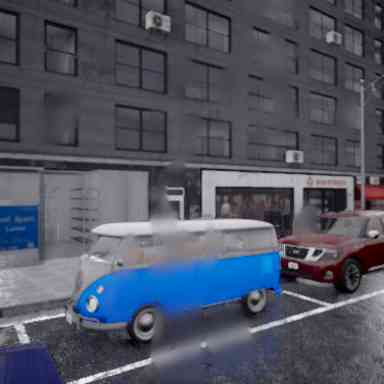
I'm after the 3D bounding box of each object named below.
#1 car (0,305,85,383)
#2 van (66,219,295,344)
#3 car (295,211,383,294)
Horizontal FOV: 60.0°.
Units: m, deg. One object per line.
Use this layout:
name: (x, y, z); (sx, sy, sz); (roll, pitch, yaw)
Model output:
car: (-2.863, 1.605, 1.218); (4.718, 1.301, 1.895); (1, -1, -34)
van: (-0.129, 1.431, 6.263); (3.998, 1.788, 1.690); (1, -2, -34)
car: (4.518, 1.471, 9.363); (5.009, 1.841, 2.192); (1, -2, -34)
